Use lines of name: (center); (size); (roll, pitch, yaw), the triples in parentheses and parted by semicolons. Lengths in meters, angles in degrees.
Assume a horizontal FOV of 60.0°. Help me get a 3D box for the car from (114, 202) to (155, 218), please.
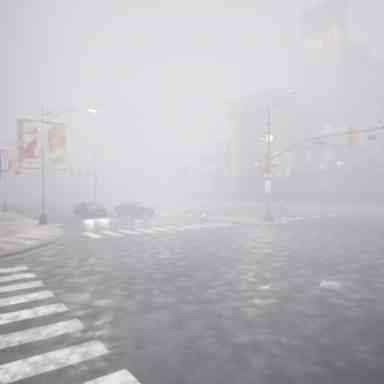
car: (-5.191, 1.527, 29.823); (1.895, 1.301, 4.718); (0, 0, -36)

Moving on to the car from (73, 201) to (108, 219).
car: (-8.851, 1.510, 28.919); (1.994, 1.385, 4.181); (0, 0, -36)
